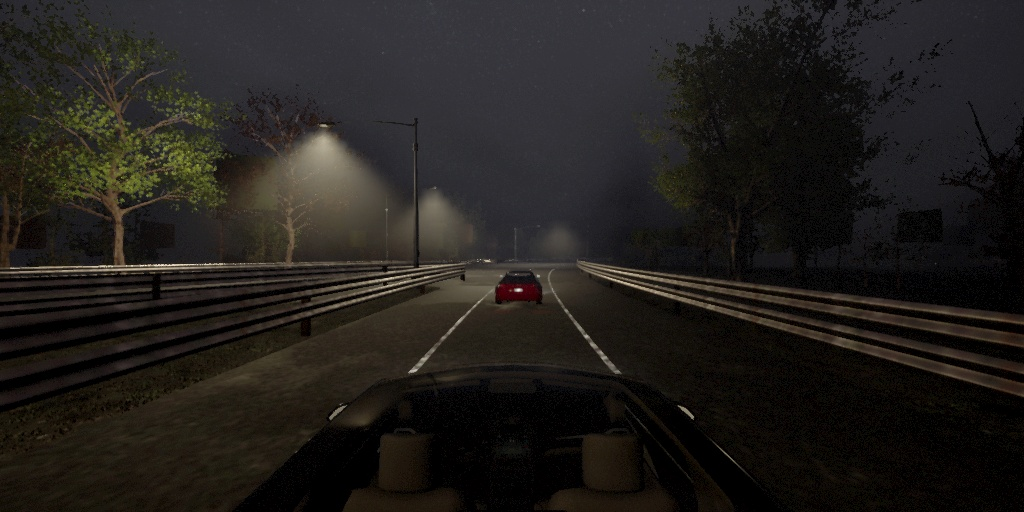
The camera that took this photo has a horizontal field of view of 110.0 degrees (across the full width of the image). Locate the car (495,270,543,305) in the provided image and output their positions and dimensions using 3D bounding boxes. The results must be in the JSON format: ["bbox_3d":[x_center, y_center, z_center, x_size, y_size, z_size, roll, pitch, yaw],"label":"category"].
[{"bbox_3d":[0.353,1.317,16.157,1.994,1.385,4.181,0,0,3],"label":"car"}]
